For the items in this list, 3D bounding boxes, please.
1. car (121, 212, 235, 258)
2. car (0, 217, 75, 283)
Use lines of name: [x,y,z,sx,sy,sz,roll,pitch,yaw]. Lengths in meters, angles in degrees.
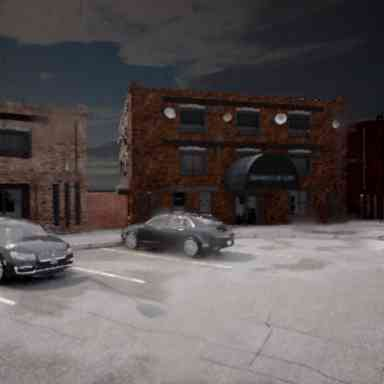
car: [-0.677,1.553,13.104,4.892,1.521,2.231,-1,-1,34]
car: [-5.458,1.497,9.710,4.892,1.521,2.231,-1,-1,35]
